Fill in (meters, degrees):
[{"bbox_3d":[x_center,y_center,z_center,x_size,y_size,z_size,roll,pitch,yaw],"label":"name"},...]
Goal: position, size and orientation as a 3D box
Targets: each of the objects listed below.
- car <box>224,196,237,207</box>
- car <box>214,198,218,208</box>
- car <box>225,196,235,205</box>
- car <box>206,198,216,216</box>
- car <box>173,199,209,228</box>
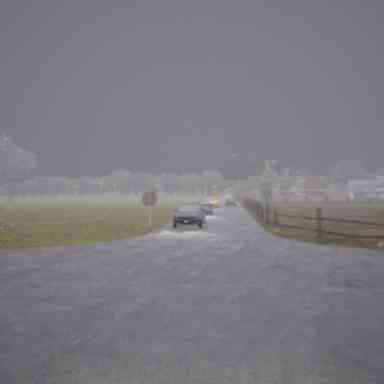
[{"bbox_3d":[6.248,1.606,53.649,2.033,1.411,5.357,-1,0,7],"label":"car"},{"bbox_3d":[2.804,1.562,48.809,1.882,1.535,5.008,-1,0,7],"label":"car"},{"bbox_3d":[7.297,1.554,64.265,1.882,1.535,5.008,-1,0,6],"label":"car"},{"bbox_3d":[1.096,1.627,33.637,1.994,1.385,4.181,-1,0,6],"label":"car"},{"bbox_3d":[-0.085,1.528,22.821,1.882,1.535,5.008,-1,0,6],"label":"car"}]
